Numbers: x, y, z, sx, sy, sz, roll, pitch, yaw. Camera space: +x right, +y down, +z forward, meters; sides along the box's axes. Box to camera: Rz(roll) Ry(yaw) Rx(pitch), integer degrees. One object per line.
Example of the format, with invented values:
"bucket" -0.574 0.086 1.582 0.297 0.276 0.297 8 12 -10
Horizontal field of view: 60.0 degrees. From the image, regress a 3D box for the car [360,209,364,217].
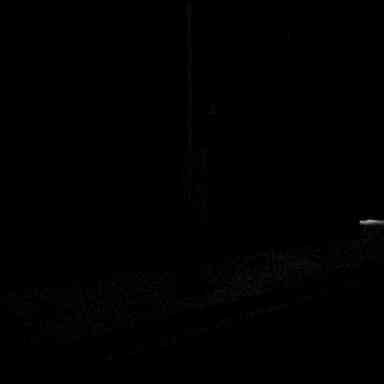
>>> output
"car" 11.182 1.387 26.174 1.994 1.385 4.181 0 1 -36
